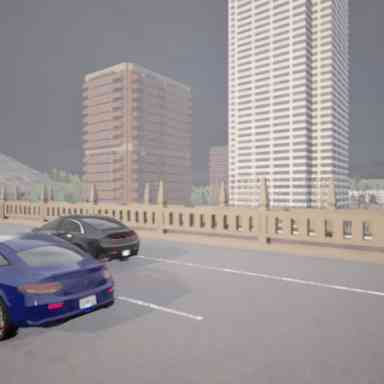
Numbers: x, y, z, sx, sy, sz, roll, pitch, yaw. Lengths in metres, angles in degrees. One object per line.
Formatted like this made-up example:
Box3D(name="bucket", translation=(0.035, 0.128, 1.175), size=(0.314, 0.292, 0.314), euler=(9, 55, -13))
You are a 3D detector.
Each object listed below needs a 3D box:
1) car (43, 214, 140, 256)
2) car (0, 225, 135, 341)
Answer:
Box3D(name="car", translation=(-3.883, 1.518, 11.062), size=(4.892, 1.490, 1.837), euler=(0, 0, 36))
Box3D(name="car", translation=(-3.482, 1.534, 6.478), size=(4.674, 1.442, 1.812), euler=(0, 0, 35))
